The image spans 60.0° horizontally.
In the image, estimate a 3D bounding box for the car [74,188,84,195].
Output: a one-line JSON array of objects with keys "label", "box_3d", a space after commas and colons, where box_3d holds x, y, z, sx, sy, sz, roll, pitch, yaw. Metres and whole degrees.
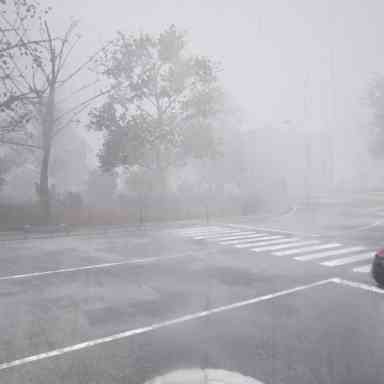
[{"label": "car", "box_3d": [-21.445, 0.351, 68.735, 2.163, 1.488, 4.792, -1, 2, 18]}]

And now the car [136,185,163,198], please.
[{"label": "car", "box_3d": [-7.290, -0.082, 57.878, 2.435, 2.045, 5.566, -1, 2, 17]}]

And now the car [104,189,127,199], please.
[{"label": "car", "box_3d": [-14.433, 0.286, 63.111, 1.946, 1.575, 5.366, -1, 2, 17]}]

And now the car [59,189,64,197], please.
[{"label": "car", "box_3d": [-26.112, 0.294, 72.451, 2.231, 1.521, 4.892, -1, 2, 18]}]

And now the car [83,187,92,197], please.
[{"label": "car", "box_3d": [-19.091, 0.192, 66.956, 2.185, 1.767, 4.553, -1, 2, 18]}]

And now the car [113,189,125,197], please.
[{"label": "car", "box_3d": [-12.038, 0.125, 61.458, 2.185, 1.767, 4.553, -2, 1, 17]}]

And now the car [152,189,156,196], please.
[{"label": "car", "box_3d": [-4.889, 0.127, 56.140, 2.231, 1.521, 4.892, -1, 2, 16]}]

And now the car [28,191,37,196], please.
[{"label": "car", "box_3d": [-37.635, 0.114, 81.832, 2.097, 1.535, 5.008, 0, 2, 20]}]

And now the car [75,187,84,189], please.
[{"label": "car", "box_3d": [-23.787, 0.062, 70.567, 2.435, 2.045, 5.566, 0, 2, 18]}]

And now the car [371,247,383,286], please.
[{"label": "car", "box_3d": [6.222, 1.540, 8.058, 4.181, 1.385, 1.994, 0, 0, -34]}]
